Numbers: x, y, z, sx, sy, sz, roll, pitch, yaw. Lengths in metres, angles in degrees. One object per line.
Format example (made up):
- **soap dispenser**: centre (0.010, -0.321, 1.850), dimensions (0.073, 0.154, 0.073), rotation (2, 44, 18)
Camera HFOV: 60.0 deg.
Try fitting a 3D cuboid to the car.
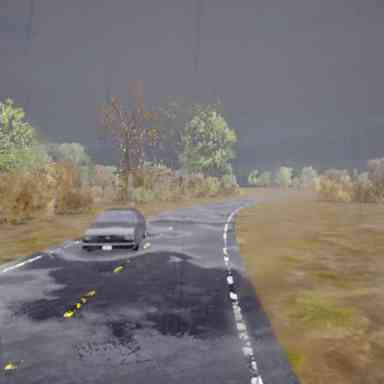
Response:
- **car**: centre (-2.877, 1.364, 13.308), dimensions (2.033, 1.411, 5.357), rotation (0, 1, -3)
